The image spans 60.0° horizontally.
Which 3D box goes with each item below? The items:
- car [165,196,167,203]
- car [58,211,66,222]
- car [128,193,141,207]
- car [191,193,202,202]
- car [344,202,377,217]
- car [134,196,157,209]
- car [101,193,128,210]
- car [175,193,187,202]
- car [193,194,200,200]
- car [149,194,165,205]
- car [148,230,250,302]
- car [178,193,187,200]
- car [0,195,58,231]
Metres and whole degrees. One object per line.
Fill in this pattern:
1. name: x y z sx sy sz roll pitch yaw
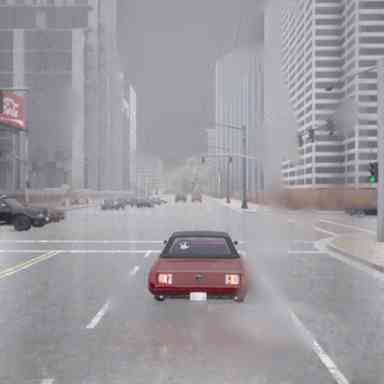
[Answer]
1. car: -6.094 1.477 67.238 1.882 1.535 5.008 0 0 1
2. car: -11.461 1.601 23.412 4.718 1.301 1.895 0 0 0
3. car: -9.868 1.221 51.991 2.150 2.045 5.566 0 0 1
4. car: 1.012 1.216 73.311 2.150 2.045 5.566 0 0 1
5. car: 16.532 1.601 30.367 4.718 1.301 1.895 0 0 1
6. car: -6.460 1.601 46.788 1.895 1.301 4.718 0 0 1
7. car: -10.022 1.352 42.408 2.097 1.767 4.553 0 0 1
8. car: -2.487 1.216 73.360 2.150 2.045 5.566 0 0 1
9. car: 1.162 1.353 83.981 1.812 1.442 4.674 0 0 1
10. car: -6.313 1.564 56.790 1.994 1.385 4.181 0 0 0
11. car: 0.211 1.601 8.239 1.895 1.301 4.718 0 0 2
12. car: -2.338 1.184 84.000 2.097 1.767 4.553 0 0 1
13. car: -11.409 1.214 19.910 5.566 2.045 2.150 1 0 1
